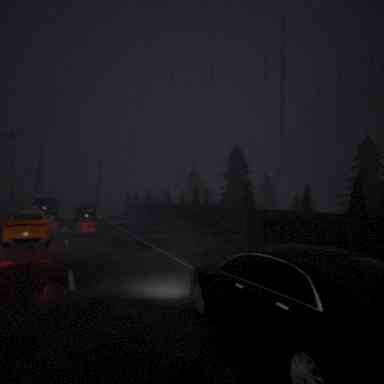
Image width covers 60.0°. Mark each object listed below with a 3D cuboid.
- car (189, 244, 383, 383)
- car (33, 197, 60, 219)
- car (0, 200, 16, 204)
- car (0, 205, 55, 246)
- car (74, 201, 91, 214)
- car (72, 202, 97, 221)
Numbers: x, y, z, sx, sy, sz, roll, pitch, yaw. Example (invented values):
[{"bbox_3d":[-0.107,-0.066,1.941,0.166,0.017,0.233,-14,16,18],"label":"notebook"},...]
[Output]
[{"bbox_3d":[1.489,1.551,5.019,1.837,1.490,4.892,0,-1,-21],"label":"car"},{"bbox_3d":[-14.194,1.548,32.331,2.150,2.045,5.566,0,-1,-21],"label":"car"},{"bbox_3d":[-30.579,2.060,54.607,2.128,1.511,4.902,0,0,-6],"label":"car"},{"bbox_3d":[-7.946,1.646,16.361,1.882,1.535,5.008,0,-1,-21],"label":"car"},{"bbox_3d":[-13.797,1.931,42.097,1.812,1.442,4.674,0,-1,-15],"label":"car"},{"bbox_3d":[-10.049,1.816,31.220,1.837,1.490,4.892,0,0,-21],"label":"car"}]
